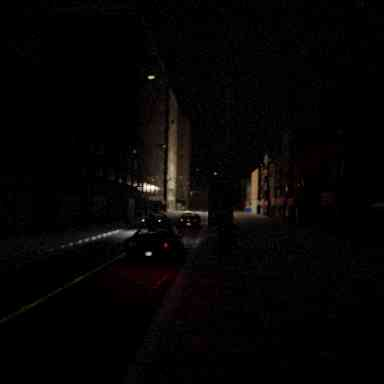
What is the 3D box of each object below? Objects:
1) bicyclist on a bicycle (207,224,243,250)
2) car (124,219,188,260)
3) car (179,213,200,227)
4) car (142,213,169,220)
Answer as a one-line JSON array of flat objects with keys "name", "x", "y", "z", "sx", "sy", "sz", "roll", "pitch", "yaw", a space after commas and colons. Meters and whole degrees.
[{"name": "bicyclist on a bicycle", "x": 1.510, "y": 1.868, "z": 15.275, "sx": 1.656, "sy": 1.620, "sz": 0.582, "roll": 1, "pitch": -2, "yaw": 4}, {"name": "car", "x": -1.453, "y": 2.085, "z": 14.608, "sx": 1.895, "sy": 1.301, "sz": 4.718, "roll": 1, "pitch": -2, "yaw": 4}, {"name": "car", "x": -0.156, "y": 2.749, "z": 33.147, "sx": 1.895, "sy": 1.301, "sz": 4.718, "roll": 1, "pitch": -2, "yaw": 4}, {"name": "car", "x": -3.297, "y": 2.592, "z": 30.428, "sx": 1.895, "sy": 1.301, "sz": 4.718, "roll": 1, "pitch": -2, "yaw": 4}]
